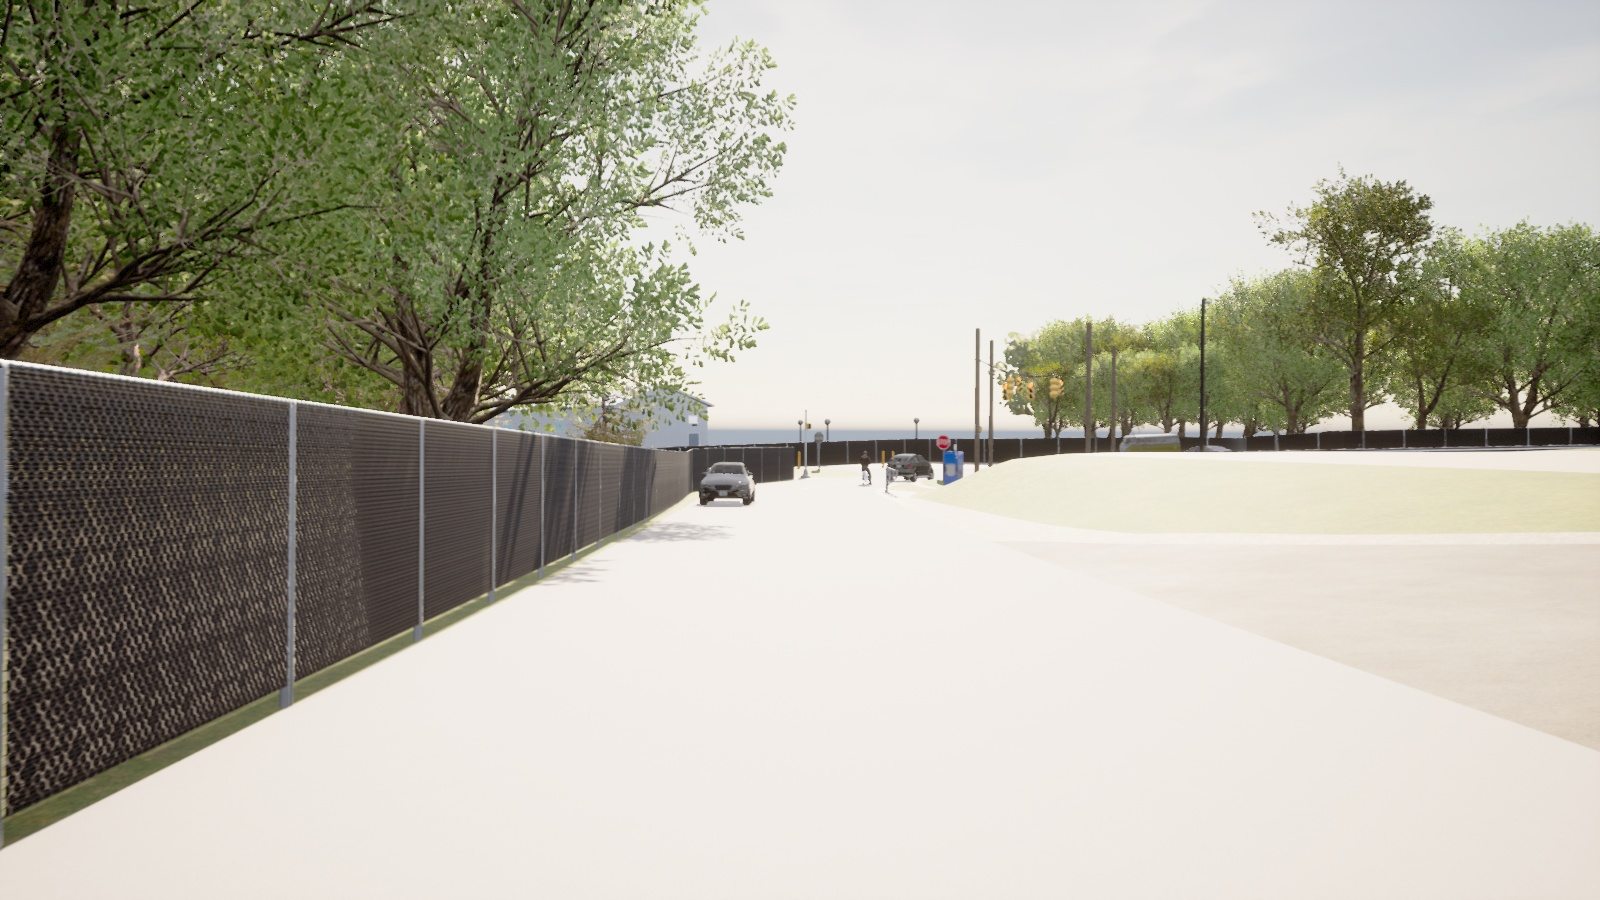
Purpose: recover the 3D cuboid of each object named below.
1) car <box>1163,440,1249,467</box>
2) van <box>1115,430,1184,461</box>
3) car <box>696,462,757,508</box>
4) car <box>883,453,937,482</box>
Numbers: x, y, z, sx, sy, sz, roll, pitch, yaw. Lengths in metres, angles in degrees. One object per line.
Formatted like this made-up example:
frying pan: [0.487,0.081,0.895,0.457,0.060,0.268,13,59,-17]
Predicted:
car: [25.263,0.239,78.435,2.033,1.411,5.357,-1,-2,-23]
van: [25.083,-0.325,90.154,4.442,1.987,1.775,-3,2,-14]
car: [-2.554,1.200,44.604,1.816,1.474,4.193,0,0,1]
car: [6.317,0.965,71.821,1.789,1.549,3.705,0,1,28]
